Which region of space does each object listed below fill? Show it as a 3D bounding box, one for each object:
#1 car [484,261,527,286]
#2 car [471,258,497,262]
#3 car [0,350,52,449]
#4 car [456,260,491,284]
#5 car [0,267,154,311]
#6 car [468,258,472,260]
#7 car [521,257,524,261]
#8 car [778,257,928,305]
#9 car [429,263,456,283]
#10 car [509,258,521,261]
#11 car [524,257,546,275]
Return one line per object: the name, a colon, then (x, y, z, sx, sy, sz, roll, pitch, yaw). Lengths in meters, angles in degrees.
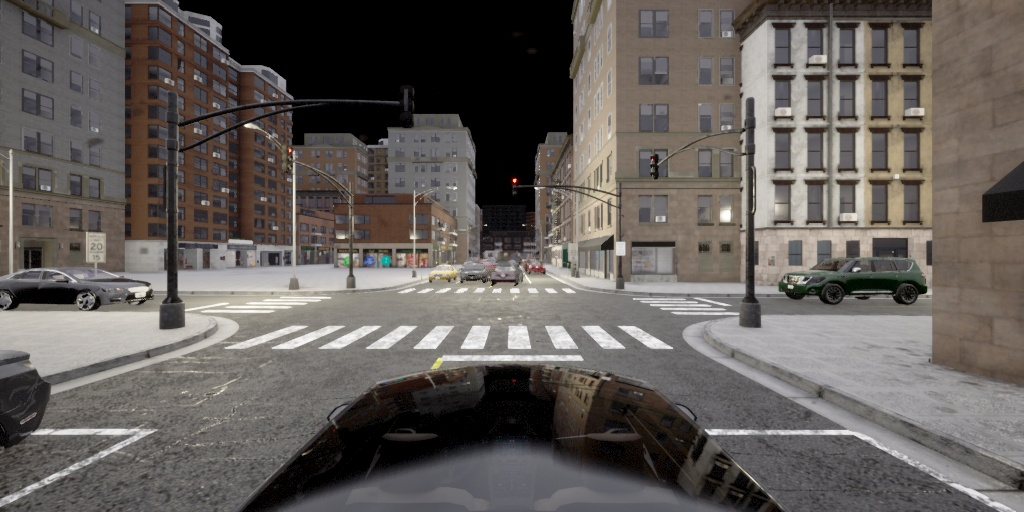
car: (-0.305, 1.298, 25.331, 2.033, 1.411, 5.357, 0, 0, 6)
car: (-2.841, 1.229, 37.527, 1.882, 1.535, 5.008, 0, 0, 0)
car: (-5.388, 1.300, 1.633, 2.007, 1.370, 4.403, 0, 0, 0)
car: (-2.820, 1.255, 27.210, 1.837, 1.490, 4.892, 0, 0, -1)
car: (-16.223, 1.167, 13.290, 4.902, 1.511, 2.128, 0, 0, 0)
car: (-5.375, 1.302, 45.464, 2.007, 1.370, 4.403, 0, 0, 0)
car: (2.650, 1.066, 45.461, 2.192, 1.841, 5.009, 0, 0, 0)
car: (15.348, 1.056, 16.285, 5.566, 2.045, 2.150, 0, 0, -2)
car: (-5.380, 1.276, 28.308, 1.751, 1.417, 4.829, 0, 0, 0)
car: (0.110, 1.317, 58.567, 1.994, 1.385, 4.181, 0, 0, 1)
car: (2.648, 1.191, 39.799, 1.967, 1.591, 4.097, 0, 0, 0)
